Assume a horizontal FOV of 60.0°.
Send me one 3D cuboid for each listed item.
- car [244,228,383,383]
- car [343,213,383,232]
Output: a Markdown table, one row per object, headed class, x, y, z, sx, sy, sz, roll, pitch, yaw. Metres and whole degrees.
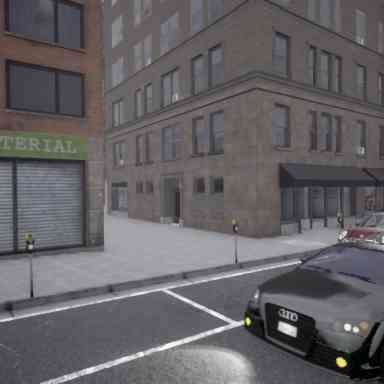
| class | x | y | z | sx | sy | sz | roll | pitch | yaw |
| --- | --- | --- | --- | --- | --- | --- | --- | --- | --- |
| car | 2.837 | 1.563 | 5.401 | 4.181 | 1.385 | 1.994 | 0 | 0 | -35 |
| car | 6.829 | 1.438 | 11.539 | 4.097 | 1.590 | 1.967 | 0 | -1 | -36 |
